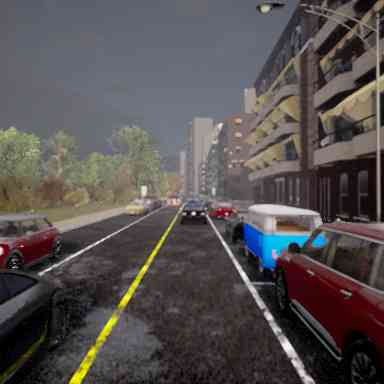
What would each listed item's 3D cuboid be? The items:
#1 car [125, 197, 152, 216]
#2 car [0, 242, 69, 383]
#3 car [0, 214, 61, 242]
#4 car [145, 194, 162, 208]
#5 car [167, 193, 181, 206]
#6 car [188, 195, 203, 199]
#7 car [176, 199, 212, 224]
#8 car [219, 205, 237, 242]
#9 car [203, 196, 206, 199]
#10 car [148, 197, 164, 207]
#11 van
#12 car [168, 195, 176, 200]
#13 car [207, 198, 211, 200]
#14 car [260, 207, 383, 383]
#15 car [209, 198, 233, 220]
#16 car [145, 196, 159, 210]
[{"bbox_3d":[-5.293,1.460,31.869,1.752,1.417,4.829,1,0,0],"label":"car"},{"bbox_3d":[-2.848,1.556,3.360,1.994,1.385,4.181,0,0,0],"label":"car"},{"bbox_3d":[-5.302,1.419,9.423,1.967,1.590,4.097,1,0,0],"label":"car"},{"bbox_3d":[-5.286,1.229,43.346,2.192,1.841,5.009,1,0,0],"label":"car"},{"bbox_3d":[-2.732,1.250,51.586,2.097,1.767,4.553,0,0,0],"label":"car"},{"bbox_3d":[0.119,1.443,41.406,1.812,1.442,4.674,0,0,0],"label":"car"},{"bbox_3d":[0.110,1.495,24.490,2.033,1.411,5.357,0,0,0],"label":"car"},{"bbox_3d":[2.580,1.531,15.796,1.947,1.339,4.313,1,0,0],"label":"car"},{"bbox_3d":[2.592,1.479,44.100,1.947,1.339,4.313,1,0,0],"label":"car"},{"bbox_3d":[-5.287,1.487,49.001,1.802,1.307,4.206,1,0,0],"label":"car"},{"bbox_3d":[2.580,1.318,10.134,1.690,1.788,3.998,1,0,0],"label":"van"},{"bbox_3d":[-5.271,1.396,87.116,1.887,1.381,4.507,1,0,0],"label":"car"},{"bbox_3d":[2.587,1.498,32.778,1.947,1.339,4.313,1,0,0],"label":"car"},{"bbox_3d":[2.578,1.305,4.473,2.192,1.841,5.009,1,0,0],"label":"car"},{"bbox_3d":[2.585,1.488,27.118,1.887,1.381,4.507,1,0,0],"label":"car"},{"bbox_3d":[-5.291,1.475,37.694,2.008,1.369,4.403,1,0,0],"label":"car"}]
